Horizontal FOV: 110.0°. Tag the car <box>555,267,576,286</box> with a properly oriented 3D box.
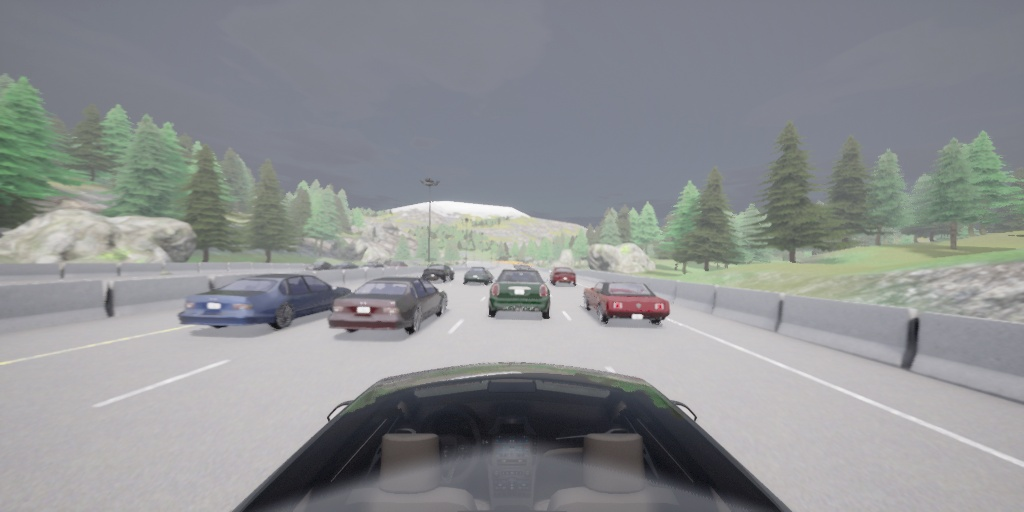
[{"bbox_3d":[4.270,1.670,30.647,1.882,1.535,5.008,1,-1,2],"label":"car"}]

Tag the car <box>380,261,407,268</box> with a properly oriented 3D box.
[{"bbox_3d":[-16.340,1.535,50.749,2.097,1.767,4.553,1,-1,2],"label":"car"}]

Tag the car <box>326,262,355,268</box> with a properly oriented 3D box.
[{"bbox_3d":[-23.343,1.569,50.370,2.033,1.411,5.357,1,-1,2],"label":"car"}]

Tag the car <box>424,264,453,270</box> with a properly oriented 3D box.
[{"bbox_3d":[-6.224,1.449,30.936,1.882,1.535,5.008,1,-1,2],"label":"car"}]

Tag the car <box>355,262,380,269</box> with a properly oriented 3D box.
[{"bbox_3d":[-19.834,1.607,51.045,2.128,1.511,4.902,1,-1,2],"label":"car"}]

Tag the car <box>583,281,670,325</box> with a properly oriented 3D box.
[{"bbox_3d":[3.776,1.526,12.760,1.895,1.301,4.718,1,-1,2],"label":"car"}]

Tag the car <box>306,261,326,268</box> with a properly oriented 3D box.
[{"bbox_3d":[-26.840,1.470,50.346,1.812,1.442,4.674,1,-1,2],"label":"car"}]

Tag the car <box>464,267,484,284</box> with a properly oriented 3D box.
[{"bbox_3d":[-2.763,1.587,29.687,1.994,1.385,4.181,1,-1,2],"label":"car"}]

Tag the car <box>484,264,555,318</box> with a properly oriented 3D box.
[{"bbox_3d":[0.311,1.214,13.801,2.097,1.767,4.553,1,-1,2],"label":"car"}]

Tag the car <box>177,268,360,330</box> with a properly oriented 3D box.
[{"bbox_3d":[-6.797,1.227,10.786,2.033,1.411,5.357,1,-1,2],"label":"car"}]

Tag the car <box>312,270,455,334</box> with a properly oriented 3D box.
[{"bbox_3d":[-3.300,1.300,10.676,2.033,1.411,5.357,1,-1,2],"label":"car"}]
